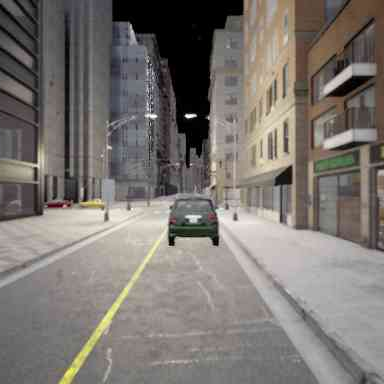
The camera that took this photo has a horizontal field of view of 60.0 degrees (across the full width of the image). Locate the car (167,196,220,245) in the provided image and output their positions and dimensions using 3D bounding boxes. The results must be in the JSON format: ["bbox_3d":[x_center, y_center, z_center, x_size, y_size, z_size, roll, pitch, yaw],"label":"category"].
[{"bbox_3d":[0.093,1.221,15.564,2.150,2.045,5.566,0,0,1],"label":"car"}]

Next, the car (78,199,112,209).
[{"bbox_3d":[-14.396,1.684,49.340,4.829,1.417,1.752,-1,0,0],"label":"car"}]

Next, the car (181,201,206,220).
[{"bbox_3d":[0.097,1.546,29.882,2.033,1.411,5.357,0,0,0],"label":"car"}]

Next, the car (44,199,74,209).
[{"bbox_3d":[-19.850,1.758,49.309,4.507,1.381,1.887,-1,0,0],"label":"car"}]
